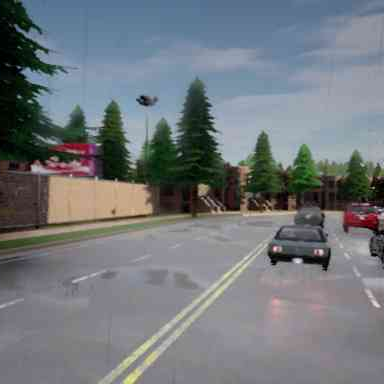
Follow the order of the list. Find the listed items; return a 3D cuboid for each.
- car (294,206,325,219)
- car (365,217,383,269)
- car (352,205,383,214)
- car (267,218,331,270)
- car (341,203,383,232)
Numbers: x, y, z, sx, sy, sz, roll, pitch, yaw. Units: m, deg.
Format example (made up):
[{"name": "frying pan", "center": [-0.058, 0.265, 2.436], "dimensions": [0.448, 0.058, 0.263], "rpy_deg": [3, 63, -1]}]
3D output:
[{"name": "car", "center": [9.514, 1.937, 26.728], "dimensions": [2.097, 1.767, 4.553], "rpy_deg": [1, -1, 24]}, {"name": "car", "center": [7.545, 1.872, 11.714], "dimensions": [1.812, 1.442, 4.674], "rpy_deg": [1, -1, 20]}, {"name": "car", "center": [29.797, 2.980, 56.446], "dimensions": [4.902, 1.511, 2.128], "rpy_deg": [2, -1, -24]}, {"name": "car", "center": [4.000, 1.860, 12.224], "dimensions": [1.895, 1.301, 4.718], "rpy_deg": [1, -1, 20]}, {"name": "car", "center": [12.343, 1.855, 24.569], "dimensions": [2.150, 2.045, 5.566], "rpy_deg": [1, -1, 23]}]
